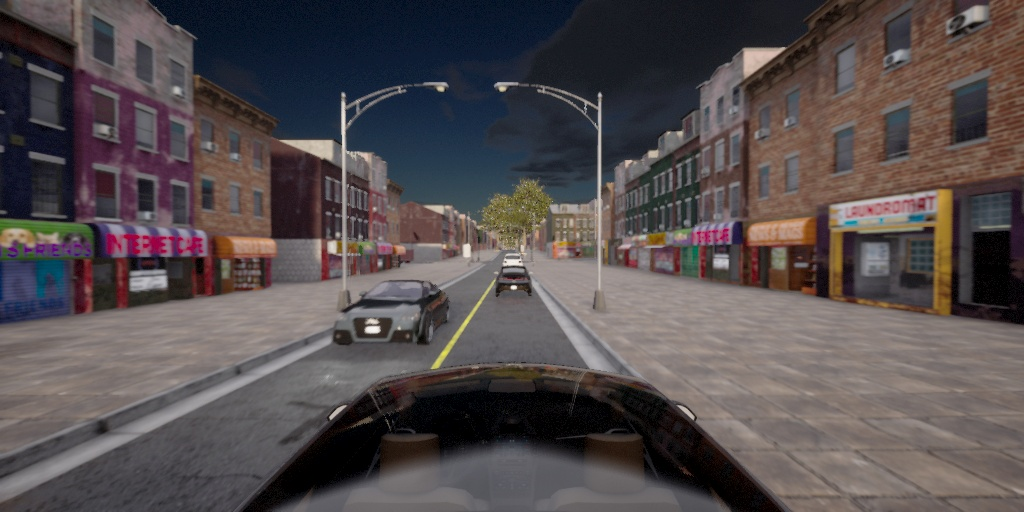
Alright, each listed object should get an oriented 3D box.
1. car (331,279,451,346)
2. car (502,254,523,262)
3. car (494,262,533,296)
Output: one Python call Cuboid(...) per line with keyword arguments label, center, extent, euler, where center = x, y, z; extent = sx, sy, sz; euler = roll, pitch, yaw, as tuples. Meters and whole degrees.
Cuboid(label="car", center=(-2.839, 1.312, 9.301), extent=(1.994, 1.385, 4.181), euler=(0, 0, 0))
Cuboid(label="car", center=(0.091, 0.742, 40.601), extent=(2.150, 2.045, 5.566), euler=(0, 1, 0))
Cuboid(label="car", center=(0.088, 1.247, 19.393), extent=(1.837, 1.490, 4.892), euler=(0, 0, 0))
